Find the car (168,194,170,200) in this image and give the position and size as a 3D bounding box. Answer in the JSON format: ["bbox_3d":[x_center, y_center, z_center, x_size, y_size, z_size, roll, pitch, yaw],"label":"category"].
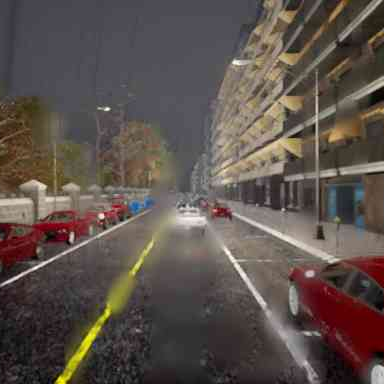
[{"bbox_3d":[-7.138,1.562,83.100,1.802,1.307,4.206,0,0,-1],"label":"car"}]

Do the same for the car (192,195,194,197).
[{"bbox_3d":[1.539,1.364,66.360,1.967,1.590,4.097,0,0,-1],"label":"car"}]

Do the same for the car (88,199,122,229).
[{"bbox_3d":[-6.043,1.439,21.175,1.967,1.590,4.097,0,0,-1],"label":"car"}]

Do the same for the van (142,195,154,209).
[{"bbox_3d":[-6.443,1.326,43.694,1.690,1.788,3.998,0,0,-1],"label":"van"}]

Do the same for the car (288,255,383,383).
[{"bbox_3d":[2.636,1.518,4.438,1.887,1.381,4.507,0,0,-1],"label":"car"}]

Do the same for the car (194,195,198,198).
[{"bbox_3d":[1.738,1.492,55.102,1.947,1.339,4.313,0,0,-1],"label":"car"}]

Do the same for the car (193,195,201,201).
[{"bbox_3d":[1.241,1.509,83.249,1.802,1.307,4.206,0,0,-1],"label":"car"}]

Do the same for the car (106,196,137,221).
[{"bbox_3d":[-6.144,1.310,26.805,2.192,1.841,5.009,0,0,-1],"label":"car"}]

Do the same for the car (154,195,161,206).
[{"bbox_3d":[-6.640,1.544,54.954,1.947,1.339,4.313,0,0,-1],"label":"car"}]

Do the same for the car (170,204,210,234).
[{"bbox_3d":[-0.227,1.566,18.992,1.895,1.301,4.718,0,0,-1],"label":"car"}]

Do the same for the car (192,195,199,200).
[{"bbox_3d":[1.041,1.499,94.509,1.947,1.339,4.313,0,0,-1],"label":"car"}]

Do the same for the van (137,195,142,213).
[{"bbox_3d":[-6.243,1.333,32.435,1.690,1.788,3.998,0,0,-1],"label":"van"}]

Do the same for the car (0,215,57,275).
[{"bbox_3d":[-5.843,1.596,9.921,1.802,1.307,4.206,0,0,-1],"label":"car"}]

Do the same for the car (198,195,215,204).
[{"bbox_3d":[2.037,1.376,38.213,1.967,1.590,4.097,0,0,-1],"label":"car"}]

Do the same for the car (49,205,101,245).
[{"bbox_3d":[-5.943,1.549,15.548,1.887,1.381,4.507,0,0,-1],"label":"car"}]

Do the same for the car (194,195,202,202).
[{"bbox_3d":[1.337,1.451,77.789,1.752,1.417,4.829,0,0,-1],"label":"car"}]

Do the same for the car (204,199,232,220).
[{"bbox_3d":[2.237,1.525,26.953,1.802,1.307,4.206,0,0,-1],"label":"car"}]

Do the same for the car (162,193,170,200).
[{"bbox_3d":[-7.339,1.301,94.361,2.192,1.841,5.009,0,0,-1],"label":"car"}]

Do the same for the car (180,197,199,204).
[{"bbox_3d":[-0.540,1.554,36.834,1.895,1.301,4.718,0,0,-1],"label":"car"}]

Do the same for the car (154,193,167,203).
[{"bbox_3d":[-6.841,1.291,66.212,2.192,1.841,5.009,0,0,-1],"label":"car"}]
